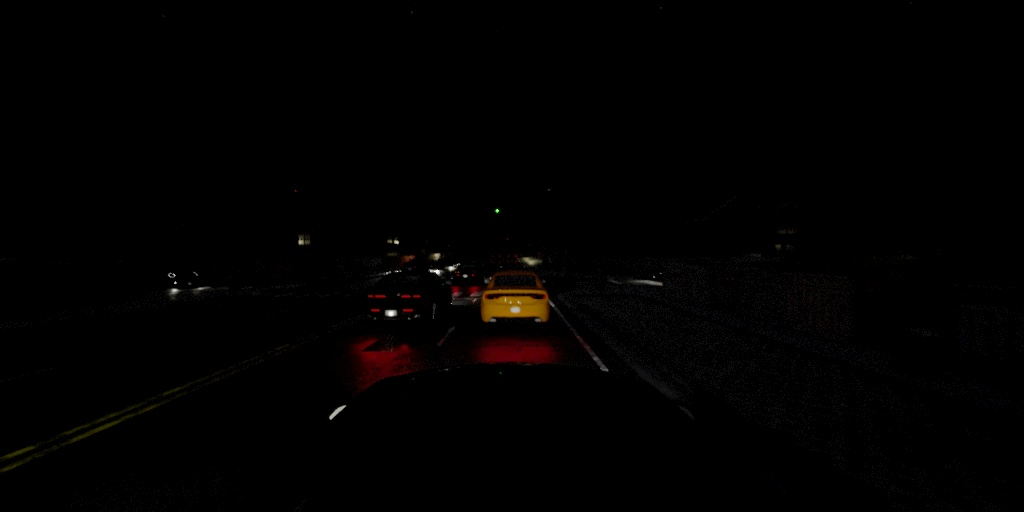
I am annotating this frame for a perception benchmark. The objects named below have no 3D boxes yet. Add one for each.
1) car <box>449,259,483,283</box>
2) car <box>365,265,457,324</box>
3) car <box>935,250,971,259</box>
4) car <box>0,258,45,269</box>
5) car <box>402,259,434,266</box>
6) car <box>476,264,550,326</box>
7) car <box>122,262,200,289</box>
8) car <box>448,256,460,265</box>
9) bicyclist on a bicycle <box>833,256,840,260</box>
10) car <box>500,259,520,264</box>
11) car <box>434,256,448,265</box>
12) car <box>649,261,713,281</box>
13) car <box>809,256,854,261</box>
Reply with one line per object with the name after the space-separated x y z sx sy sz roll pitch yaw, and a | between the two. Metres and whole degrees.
-3.169 1.177 26.644 1.812 1.442 4.674 -1 1 0 | car
-3.169 1.222 11.744 1.837 1.490 4.892 0 0 -1 | car
33.505 0.590 26.526 5.566 2.045 2.150 0 0 -1 | car
-32.587 1.120 23.202 5.566 2.045 2.150 -1 0 4 | car
-9.849 1.031 36.673 2.128 1.511 4.902 0 0 0 | car
0.102 1.196 11.577 1.882 1.535 5.008 0 0 0 | car
-22.563 1.182 22.704 4.553 1.767 2.097 0 0 2 | car
-9.815 0.799 55.463 1.882 1.535 5.008 0 1 0 | car
18.450 0.843 20.263 0.582 1.620 1.656 0 0 -2 | bicyclist on a bicycle
0.082 1.191 26.286 1.994 1.385 4.181 0 1 0 | car
-9.850 1.026 45.857 1.994 1.385 4.181 0 1 0 | car
12.847 1.086 25.998 5.357 1.411 2.033 0 0 -6 | car
22.823 0.810 26.242 4.553 1.767 2.097 0 0 -2 | car
